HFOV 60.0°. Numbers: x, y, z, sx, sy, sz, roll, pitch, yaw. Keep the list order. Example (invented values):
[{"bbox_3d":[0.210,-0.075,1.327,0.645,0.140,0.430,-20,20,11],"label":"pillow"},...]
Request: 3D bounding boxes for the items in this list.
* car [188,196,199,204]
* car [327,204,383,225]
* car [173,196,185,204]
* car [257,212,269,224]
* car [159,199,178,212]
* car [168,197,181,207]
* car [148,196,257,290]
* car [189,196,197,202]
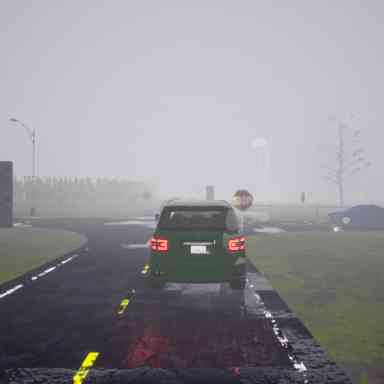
[{"bbox_3d":[0.271,1.610,66.169,2.033,1.411,5.357,0,0,0],"label":"car"},{"bbox_3d":[12.937,1.671,25.355,5.008,1.535,1.882,1,1,0],"label":"car"},{"bbox_3d":[-2.600,1.611,66.679,2.033,1.411,5.357,0,0,1],"label":"car"},{"bbox_3d":[3.101,1.629,24.014,4.718,1.301,1.895,1,0,35],"label":"car"},{"bbox_3d":[-2.733,1.585,39.486,1.994,1.385,4.181,0,0,0],"label":"car"},{"bbox_3d":[-2.694,1.565,53.008,1.812,1.442,4.674,0,0,0],"label":"car"},{"bbox_3d":[0.111,1.222,9.198,2.150,2.045,5.566,0,0,0],"label":"car"},{"bbox_3d":[0.205,1.618,80.595,1.812,1.442,4.674,0,0,0],"label":"car"}]
